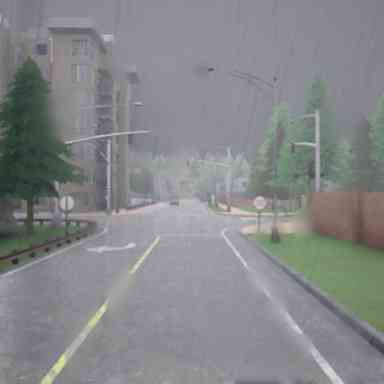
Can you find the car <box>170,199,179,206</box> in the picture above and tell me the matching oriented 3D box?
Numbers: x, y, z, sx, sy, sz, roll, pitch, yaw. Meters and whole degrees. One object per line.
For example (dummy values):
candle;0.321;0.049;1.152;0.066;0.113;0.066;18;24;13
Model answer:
car;-3.509;2.177;67.599;2.033;1.411;5.357;0;0;0
